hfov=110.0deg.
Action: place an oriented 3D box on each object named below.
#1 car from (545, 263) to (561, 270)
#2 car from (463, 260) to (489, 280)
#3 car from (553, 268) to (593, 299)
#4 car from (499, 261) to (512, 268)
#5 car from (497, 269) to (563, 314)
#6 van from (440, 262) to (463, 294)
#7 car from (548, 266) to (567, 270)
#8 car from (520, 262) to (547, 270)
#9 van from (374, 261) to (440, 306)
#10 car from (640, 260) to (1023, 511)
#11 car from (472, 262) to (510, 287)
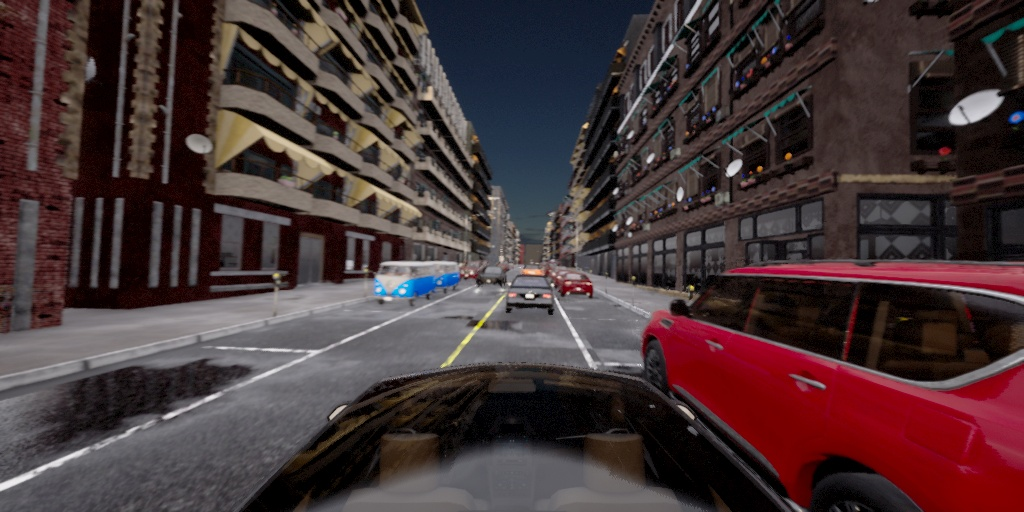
[{"bbox_3d":[4.222,1.654,31.813,1.967,1.591,4.097,0,0,3],"label":"car"},{"bbox_3d":[-3.648,1.339,32.345,2.192,1.841,5.009,0,0,3],"label":"car"},{"bbox_3d":[3.557,1.605,20.773,1.888,1.381,4.507,0,0,3],"label":"car"},{"bbox_3d":[-1.677,1.838,65.464,2.192,1.841,5.009,0,0,3],"label":"car"},{"bbox_3d":[0.756,1.465,14.877,2.033,1.411,5.357,1,-1,3],"label":"car"},{"bbox_3d":[-4.306,1.210,21.306,1.690,1.789,3.998,0,0,3],"label":"van"},{"bbox_3d":[3.885,1.681,26.293,1.888,1.381,4.507,0,0,3],"label":"car"},{"bbox_3d":[1.842,1.523,33.118,2.097,1.767,4.553,1,-1,3],"label":"car"},{"bbox_3d":[-4.635,1.135,15.785,1.690,1.789,3.998,0,0,3],"label":"van"},{"bbox_3d":[2.951,1.068,3.252,2.150,2.045,5.566,1,-1,3],"label":"car"},{"bbox_3d":[-1.458,1.491,27.212,1.882,1.535,5.008,1,-1,4],"label":"car"}]
